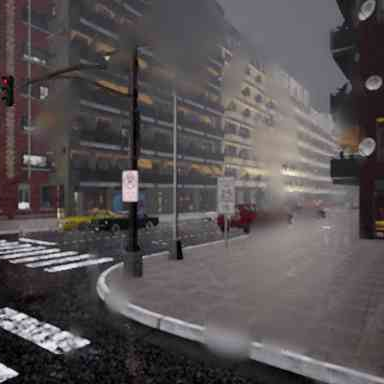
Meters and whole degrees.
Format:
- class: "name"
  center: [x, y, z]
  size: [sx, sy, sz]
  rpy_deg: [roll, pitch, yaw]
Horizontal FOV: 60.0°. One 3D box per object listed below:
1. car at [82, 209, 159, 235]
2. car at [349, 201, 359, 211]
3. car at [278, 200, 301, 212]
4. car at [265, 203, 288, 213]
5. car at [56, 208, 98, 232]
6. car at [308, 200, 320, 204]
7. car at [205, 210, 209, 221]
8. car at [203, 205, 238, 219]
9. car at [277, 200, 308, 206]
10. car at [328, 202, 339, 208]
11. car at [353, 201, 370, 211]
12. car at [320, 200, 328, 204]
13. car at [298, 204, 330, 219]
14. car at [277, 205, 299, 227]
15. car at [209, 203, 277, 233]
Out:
- class: "car"
  center: [-4.263, 1.871, 21.127]
  size: [1.895, 1.301, 4.718]
  rpy_deg: [0, -1, 35]
- class: "car"
  center: [29.517, 2.496, 59.472]
  size: [2.192, 1.841, 5.009]
  rpy_deg: [-1, -2, 35]
- class: "car"
  center: [16.154, 2.293, 54.916]
  size: [2.192, 1.841, 5.009]
  rpy_deg: [-1, -2, 35]
- class: "car"
  center: [12.814, 2.399, 50.128]
  size: [1.752, 1.417, 4.829]
  rpy_deg: [-1, -2, 35]
- class: "car"
  center: [-6.643, 1.787, 22.268]
  size: [1.752, 1.417, 4.829]
  rpy_deg: [-1, -2, 35]
- class: "car"
  center: [22.641, 2.723, 64.198]
  size: [1.887, 1.381, 4.507]
  rpy_deg: [-1, -2, 35]
- class: "car"
  center: [3.151, 2.106, 31.743]
  size: [1.895, 1.301, 4.718]
  rpy_deg: [0, -1, 35]
- class: "car"
  center: [3.183, 2.117, 36.337]
  size: [1.887, 1.381, 4.507]
  rpy_deg: [-1, -2, 35]
- class: "car"
  center: [14.513, 2.351, 47.868]
  size: [2.128, 1.511, 4.902]
  rpy_deg: [0, -1, 35]
- class: "car"
  center: [32.369, 3.019, 78.127]
  size: [1.887, 1.381, 4.507]
  rpy_deg: [-1, -2, 35]
- class: "car"
  center: [32.760, 2.596, 64.116]
  size: [2.192, 1.841, 5.009]
  rpy_deg: [-1, -2, 35]
- class: "car"
  center: [25.882, 2.593, 68.845]
  size: [2.192, 1.841, 5.009]
  rpy_deg: [-1, -2, 35]
- class: "car"
  center: [13.304, 2.259, 36.250]
  size: [1.802, 1.307, 4.206]
  rpy_deg: [-1, -2, 35]
- class: "car"
  center: [6.819, 2.018, 26.965]
  size: [1.887, 1.381, 4.507]
  rpy_deg: [-1, -2, 35]
- class: "car"
  center: [3.575, 1.686, 22.327]
  size: [2.192, 1.841, 5.009]
  rpy_deg: [-1, -2, 35]
